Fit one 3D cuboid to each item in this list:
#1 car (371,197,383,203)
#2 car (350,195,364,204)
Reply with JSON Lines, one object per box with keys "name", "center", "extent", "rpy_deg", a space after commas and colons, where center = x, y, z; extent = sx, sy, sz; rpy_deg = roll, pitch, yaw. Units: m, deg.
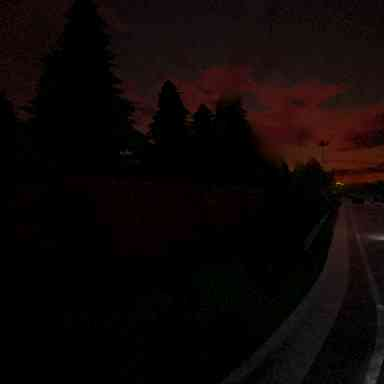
{"name": "car", "center": [36.155, 1.545, 64.858], "extent": [1.895, 1.301, 4.718], "rpy_deg": [-1, 0, 24]}
{"name": "car", "center": [31.288, 1.524, 62.585], "extent": [1.812, 1.442, 4.674], "rpy_deg": [-1, 0, 24]}
